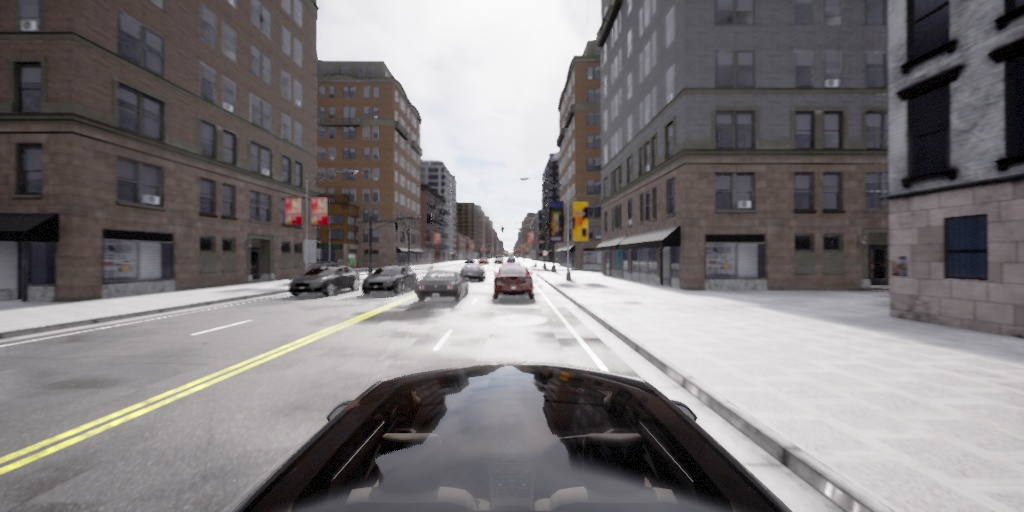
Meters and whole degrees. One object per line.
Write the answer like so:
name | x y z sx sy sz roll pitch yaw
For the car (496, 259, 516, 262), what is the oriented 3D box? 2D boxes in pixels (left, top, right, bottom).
car | -0.048 1.220 27.718 1.882 1.535 5.008 0 0 0

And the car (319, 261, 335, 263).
car | -25.465 1.347 48.946 4.313 1.339 1.948 0 0 0

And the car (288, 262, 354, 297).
car | -9.872 1.265 19.276 1.837 1.490 4.892 0 0 0

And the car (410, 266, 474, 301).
car | -3.178 1.351 17.226 1.895 1.301 4.718 0 0 0

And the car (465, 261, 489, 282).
car | -3.203 1.310 29.373 1.994 1.385 4.181 0 0 0

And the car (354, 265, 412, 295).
car | -6.621 1.261 19.838 1.837 1.490 4.892 0 -1 0

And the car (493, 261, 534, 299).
car | 0.072 1.224 18.144 1.882 1.535 5.008 0 0 0
